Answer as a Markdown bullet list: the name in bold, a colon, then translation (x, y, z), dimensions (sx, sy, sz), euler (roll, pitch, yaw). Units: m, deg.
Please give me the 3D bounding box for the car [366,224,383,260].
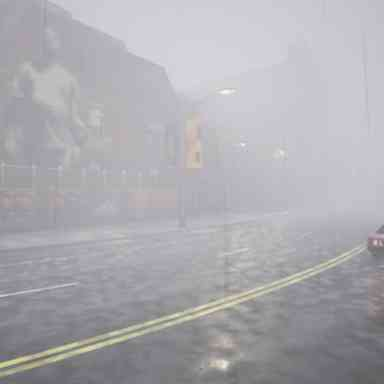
- **car**: translation (7.765, 1.633, 11.775), dimensions (1.895, 1.301, 4.718), euler (0, 0, 41)
